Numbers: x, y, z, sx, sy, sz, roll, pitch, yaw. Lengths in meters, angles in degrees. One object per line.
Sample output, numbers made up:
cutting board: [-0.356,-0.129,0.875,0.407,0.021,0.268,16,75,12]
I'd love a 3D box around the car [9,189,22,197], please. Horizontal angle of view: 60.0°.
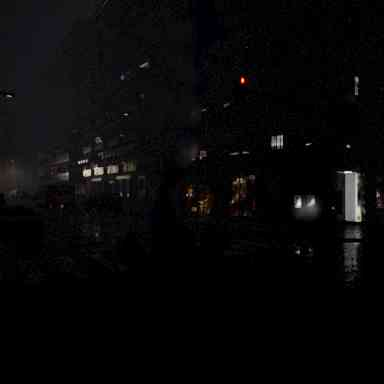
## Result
car: [-37.478,0.270,70.493,1.967,1.590,4.097,2,0,-36]

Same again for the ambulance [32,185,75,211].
ambulance: [-13.403,0.533,32.371,2.351,2.431,6.366,1,0,-36]

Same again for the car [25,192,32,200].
car: [-24.276,0.746,52.119,1.947,1.339,4.313,2,0,-36]

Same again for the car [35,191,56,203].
car: [-20.971,0.709,47.526,1.967,1.590,4.097,2,0,-36]

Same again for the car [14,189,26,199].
car: [-30.977,0.528,61.444,1.752,1.417,4.829,2,0,-36]

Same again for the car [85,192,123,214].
car: [-7.762,0.935,29.152,2.192,1.841,5.009,2,0,-36]

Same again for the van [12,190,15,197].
van: [-34.174,0.259,65.899,1.690,1.788,3.998,2,0,-36]

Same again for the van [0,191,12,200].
van: [-14.563,0.880,24.255,1.690,1.788,3.998,2,0,-36]

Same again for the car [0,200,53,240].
car: [-7.967,1.259,15.069,1.887,1.381,4.507,2,0,-36]
